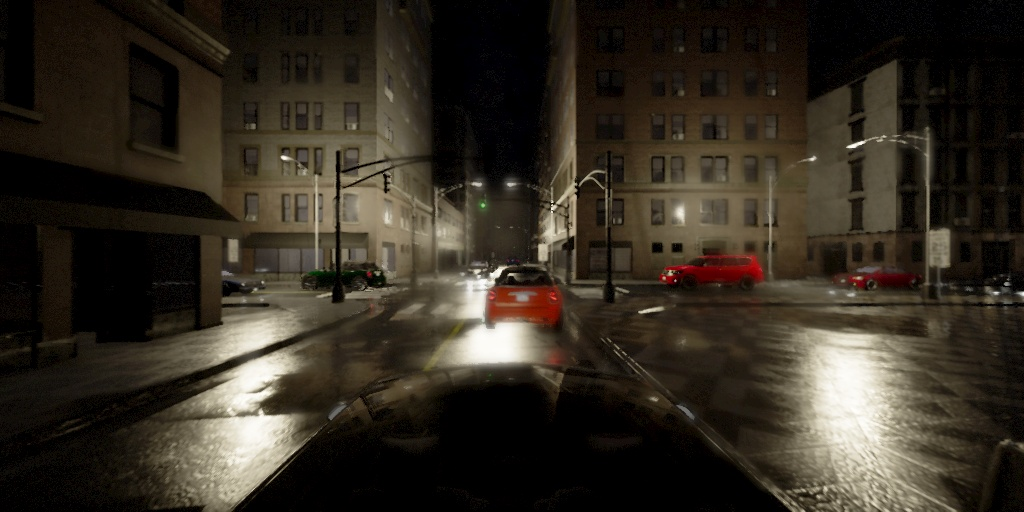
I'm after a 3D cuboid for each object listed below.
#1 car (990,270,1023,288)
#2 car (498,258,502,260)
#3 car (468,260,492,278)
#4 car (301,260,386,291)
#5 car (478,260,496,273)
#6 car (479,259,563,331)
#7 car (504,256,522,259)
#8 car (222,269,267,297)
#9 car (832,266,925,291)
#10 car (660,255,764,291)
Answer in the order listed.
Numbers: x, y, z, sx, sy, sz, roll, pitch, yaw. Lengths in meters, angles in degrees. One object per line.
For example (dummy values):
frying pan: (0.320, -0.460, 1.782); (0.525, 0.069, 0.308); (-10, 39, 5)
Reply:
car: (32.525, 1.306, 21.584); (5.357, 1.411, 2.033); (0, 0, 0)
car: (-3.064, 1.298, 54.672); (2.033, 1.411, 5.357); (0, 0, 0)
car: (-3.086, 1.241, 34.153); (2.128, 1.511, 4.902); (0, 0, 0)
car: (-9.919, 1.098, 21.171); (4.553, 1.767, 2.097); (0, 0, 8)
car: (-3.067, 1.255, 44.401); (1.837, 1.490, 4.892); (0, 0, 0)
car: (0.465, 1.102, 11.247); (2.097, 1.767, 4.553); (0, 0, 5)
car: (0.109, 0.973, 63.811); (2.150, 2.045, 5.566); (0, 0, 0)
car: (-15.563, 1.295, 18.066); (5.357, 1.411, 2.033); (0, 0, -1)
car: (21.854, 1.322, 21.513); (4.181, 1.385, 1.994); (0, 0, 0)
car: (11.865, 0.976, 21.456); (5.566, 2.045, 2.150); (0, 0, 0)
